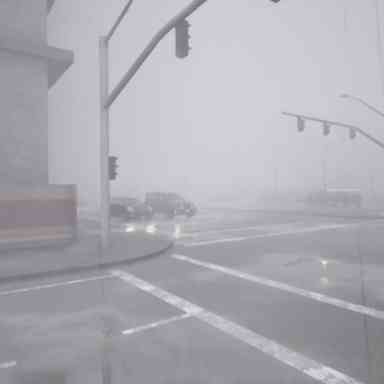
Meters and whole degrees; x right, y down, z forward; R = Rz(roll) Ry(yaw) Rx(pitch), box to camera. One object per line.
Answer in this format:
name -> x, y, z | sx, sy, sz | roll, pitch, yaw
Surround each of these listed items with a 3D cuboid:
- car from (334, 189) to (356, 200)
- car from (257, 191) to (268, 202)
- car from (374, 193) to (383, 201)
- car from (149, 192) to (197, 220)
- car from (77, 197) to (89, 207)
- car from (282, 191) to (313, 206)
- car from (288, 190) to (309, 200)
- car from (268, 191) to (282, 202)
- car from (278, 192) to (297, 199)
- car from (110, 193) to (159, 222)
car -> 36.373, 0.406, 79.021 | 3.866, 1.878, 1.905 | -1, 0, -35
car -> 12.999, 0.727, 55.650 | 4.605, 1.855, 1.932 | -1, 0, -35
car -> 31.923, 0.819, 55.144 | 3.806, 1.475, 1.970 | -1, 0, -35
car -> -1.921, 1.023, 26.918 | 2.150, 2.045, 5.566 | -1, 1, -36
car -> -16.021, 1.407, 46.616 | 1.895, 1.301, 4.718 | -1, 0, -35
car -> 16.265, 0.969, 51.127 | 3.806, 1.475, 1.970 | -1, 0, -35
car -> 22.085, 0.577, 68.882 | 4.605, 1.855, 1.932 | -1, 0, -35
car -> 14.592, 0.938, 53.490 | 3.905, 1.438, 1.784 | -1, 0, -35
car -> 20.466, 0.787, 71.285 | 3.905, 1.438, 1.784 | -1, 0, -35
car -> -4.709, 1.193, 24.805 | 2.097, 1.767, 4.553 | -1, 0, -36
